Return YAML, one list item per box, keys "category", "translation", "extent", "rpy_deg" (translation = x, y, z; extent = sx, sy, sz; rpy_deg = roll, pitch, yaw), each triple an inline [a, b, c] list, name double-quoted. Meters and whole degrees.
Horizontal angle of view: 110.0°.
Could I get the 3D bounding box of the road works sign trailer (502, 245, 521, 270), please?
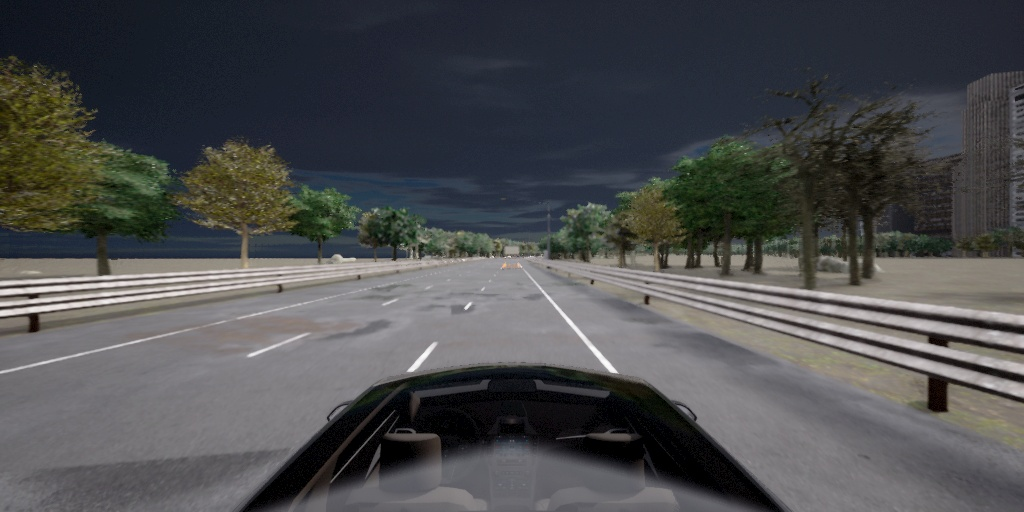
- category: "road works sign trailer"
  translation: [-0.017, 0.196, 53.526]
  extent: [2.380, 3.560, 2.880]
  rpy_deg: [0, 0, 0]
